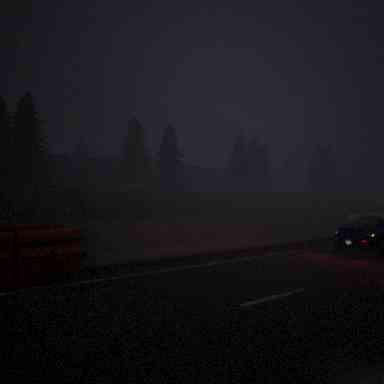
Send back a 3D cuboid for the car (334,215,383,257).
[{"bbox_3d":[7.662,1.676,13.588,4.674,1.442,1.812,0,0,-35],"label":"car"}]
